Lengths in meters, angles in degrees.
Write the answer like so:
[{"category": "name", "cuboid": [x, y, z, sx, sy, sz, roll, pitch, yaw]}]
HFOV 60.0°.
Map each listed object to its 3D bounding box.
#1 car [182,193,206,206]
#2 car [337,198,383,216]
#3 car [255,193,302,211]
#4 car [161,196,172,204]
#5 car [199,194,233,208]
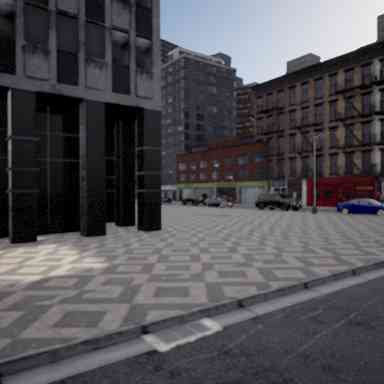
[{"category": "car", "cuboid": [0.538, 1.241, 55.421, 2.150, 2.045, 5.566, 0, 0, -36]}, {"category": "car", "cuboid": [15.496, 1.320, 29.581, 1.882, 1.535, 5.008, 0, 0, -37]}, {"category": "car", "cuboid": [9.658, 1.136, 37.588, 2.150, 2.045, 5.566, 0, 0, -36]}, {"category": "car", "cuboid": [-5.665, 1.565, 63.832, 1.837, 1.490, 4.892, 0, 0, -36]}, {"category": "car", "cuboid": [3.638, 1.472, 45.853, 2.128, 1.511, 4.902, 0, 0, -36]}]
